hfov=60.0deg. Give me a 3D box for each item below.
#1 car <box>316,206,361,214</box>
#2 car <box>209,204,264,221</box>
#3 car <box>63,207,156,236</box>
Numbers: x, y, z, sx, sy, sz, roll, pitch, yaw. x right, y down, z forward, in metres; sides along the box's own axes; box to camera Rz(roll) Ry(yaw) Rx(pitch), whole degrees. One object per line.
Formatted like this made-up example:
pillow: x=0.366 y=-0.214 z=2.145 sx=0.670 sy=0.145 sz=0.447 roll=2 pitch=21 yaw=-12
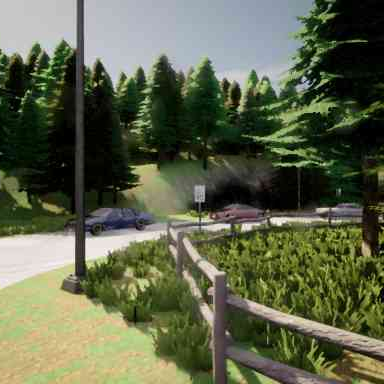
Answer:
car: x=12.925 y=1.628 z=28.116 sx=4.718 sy=1.301 sz=1.895 roll=0 pitch=0 yaw=-6
car: x=3.410 y=1.591 z=25.208 sx=4.181 sy=1.385 sz=1.994 roll=0 pitch=0 yaw=-26
car: x=-4.523 y=1.574 z=19.156 sx=2.033 sy=1.411 sz=5.357 roll=0 pitch=0 yaw=41
